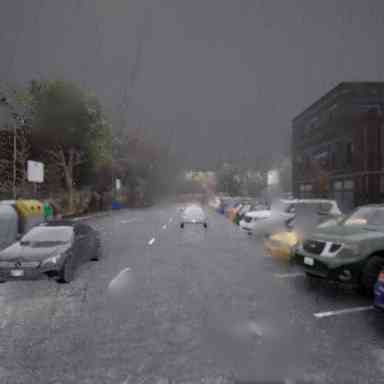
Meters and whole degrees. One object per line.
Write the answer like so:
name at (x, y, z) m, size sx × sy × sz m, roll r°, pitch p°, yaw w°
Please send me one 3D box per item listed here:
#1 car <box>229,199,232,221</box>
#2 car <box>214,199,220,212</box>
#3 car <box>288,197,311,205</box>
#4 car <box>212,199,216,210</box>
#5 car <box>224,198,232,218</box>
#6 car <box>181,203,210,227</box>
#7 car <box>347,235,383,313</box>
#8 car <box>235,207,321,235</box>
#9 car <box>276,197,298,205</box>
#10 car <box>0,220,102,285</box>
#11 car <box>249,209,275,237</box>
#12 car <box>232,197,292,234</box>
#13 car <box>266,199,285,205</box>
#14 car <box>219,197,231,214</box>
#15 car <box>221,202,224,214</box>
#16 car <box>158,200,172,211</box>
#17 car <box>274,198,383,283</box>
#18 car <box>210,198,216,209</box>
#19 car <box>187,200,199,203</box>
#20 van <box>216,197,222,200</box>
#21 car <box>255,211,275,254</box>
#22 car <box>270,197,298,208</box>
car at (5.347, 1.599, 23.731) m, size 4.553 × 1.767 × 2.185 m, roll 1°, pitch -1°, yaw -20°
car at (5.395, 1.864, 35.751) m, size 5.008 × 1.535 × 2.097 m, roll 1°, pitch -1°, yaw -20°
car at (27.069, 2.205, 83.957) m, size 2.435 × 2.045 × 5.566 m, roll 1°, pitch -2°, yaw -22°
car at (5.410, 1.975, 41.752) m, size 4.674 × 1.452 × 2.002 m, roll 1°, pitch 0°, yaw -20°
car at (5.355, 1.633, 26.733) m, size 4.553 × 1.767 × 2.185 m, roll 1°, pitch -1°, yaw -20°
car at (0.127, 1.779, 24.949) m, size 1.812 × 1.442 × 4.674 m, roll 0°, pitch -1°, yaw 0°
car at (5.322, 1.580, 5.722) m, size 4.674 × 1.452 × 2.002 m, roll 1°, pitch -1°, yaw -20°
car at (5.345, 1.721, 20.716) m, size 4.792 × 1.488 × 2.163 m, roll 1°, pitch 0°, yaw -20°
car at (24.008, 2.203, 83.920) m, size 2.435 × 2.045 × 5.566 m, roll 0°, pitch -1°, yaw -21°
car at (-4.018, 1.620, 9.959) m, size 1.812 × 1.442 × 4.674 m, roll 0°, pitch -1°, yaw 0°
car at (5.324, 1.658, 14.715) m, size 4.792 × 1.488 × 2.163 m, roll 1°, pitch 0°, yaw -20°
car at (5.339, 1.408, 17.719) m, size 5.566 × 2.045 × 2.435 m, roll 1°, pitch 0°, yaw -20°
car at (20.985, 2.481, 83.835) m, size 2.163 × 1.488 × 4.792 m, roll 0°, pitch -1°, yaw -21°
car at (5.433, 1.703, 32.749) m, size 4.553 × 1.767 × 2.185 m, roll 1°, pitch 0°, yaw -20°
car at (5.394, 1.834, 29.739) m, size 4.674 × 1.452 × 2.002 m, roll 1°, pitch 0°, yaw -20°
car at (-4.067, 2.053, 51.338) m, size 2.128 × 1.511 × 4.902 m, roll 0°, pitch -1°, yaw 1°
car at (5.324, 1.317, 8.703) m, size 5.566 × 2.045 × 2.435 m, roll 1°, pitch 0°, yaw -20°
car at (5.228, 1.965, 44.694) m, size 5.366 × 1.575 × 1.946 m, roll 1°, pitch 0°, yaw -20°
car at (0.126, 1.798, 41.485) m, size 2.097 × 1.767 × 4.553 m, roll 0°, pitch -1°, yaw 0°
van at (5.516, 1.676, 38.798) m, size 4.442 × 1.987 × 1.878 m, roll 1°, pitch -1°, yaw -20°
car at (5.169, 1.592, 11.658) m, size 5.366 × 1.575 × 1.946 m, roll 1°, pitch 0°, yaw -20°
car at (18.385, 1.992, 66.780) m, size 2.435 × 2.045 × 5.566 m, roll 0°, pitch 0°, yaw -21°
